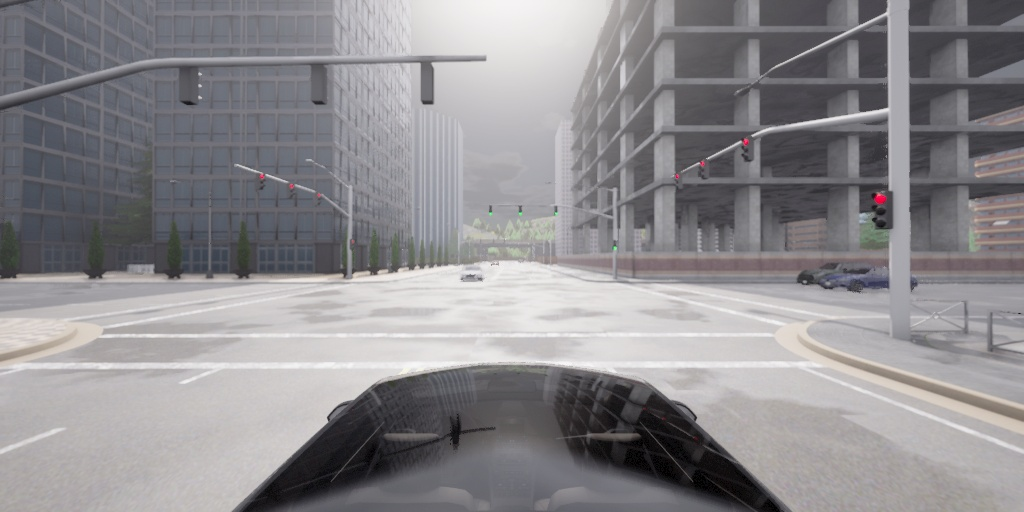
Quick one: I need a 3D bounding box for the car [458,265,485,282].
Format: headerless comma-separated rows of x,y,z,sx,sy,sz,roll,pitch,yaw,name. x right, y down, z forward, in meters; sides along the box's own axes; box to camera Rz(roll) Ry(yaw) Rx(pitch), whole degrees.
-3.462,1.508,31.891,1.812,1.442,4.674,0,1,0,car

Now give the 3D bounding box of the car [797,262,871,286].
22.003,1.178,24.193,4.553,1.767,2.097,0,0,0,car

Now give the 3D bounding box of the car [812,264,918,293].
20.512,1.332,20.667,4.674,1.442,1.812,0,0,-1,car
